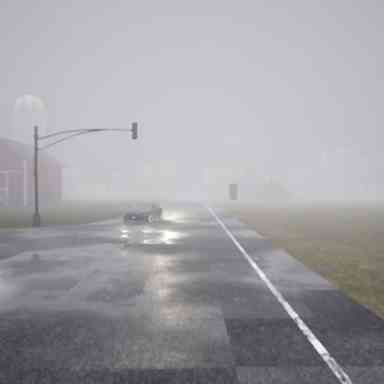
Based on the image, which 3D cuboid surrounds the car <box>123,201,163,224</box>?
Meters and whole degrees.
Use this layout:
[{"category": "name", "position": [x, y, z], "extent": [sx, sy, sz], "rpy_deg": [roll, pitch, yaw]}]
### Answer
[{"category": "car", "position": [-3.544, 1.454, 25.091], "extent": [1.882, 1.535, 5.008], "rpy_deg": [1, 0, 9]}]
